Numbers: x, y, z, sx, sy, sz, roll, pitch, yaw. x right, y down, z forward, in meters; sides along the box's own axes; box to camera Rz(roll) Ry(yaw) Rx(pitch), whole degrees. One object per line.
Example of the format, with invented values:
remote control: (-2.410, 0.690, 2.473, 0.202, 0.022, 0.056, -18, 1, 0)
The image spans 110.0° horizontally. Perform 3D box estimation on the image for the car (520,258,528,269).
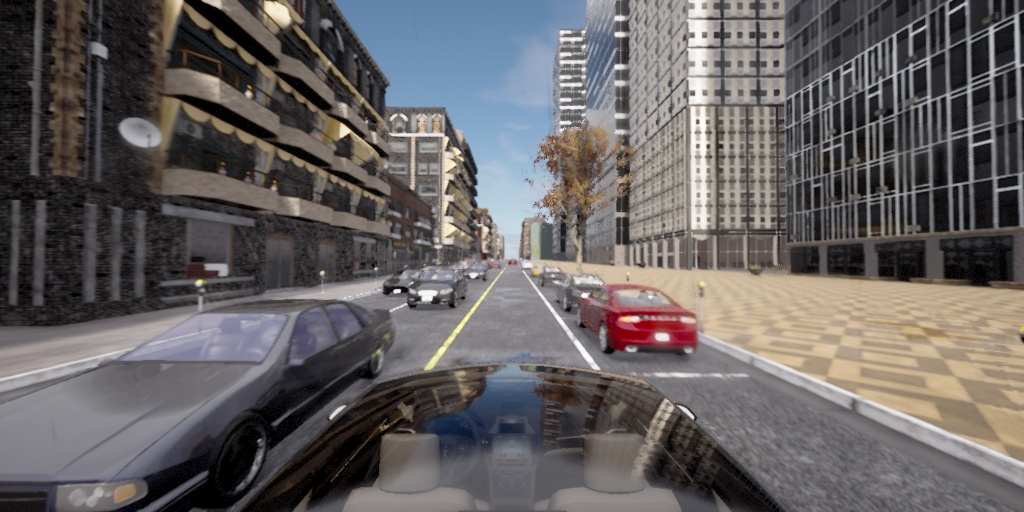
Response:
car: (2.513, 1.519, 60.490, 1.812, 1.442, 4.674, 0, 0, 0)

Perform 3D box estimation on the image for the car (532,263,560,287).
car: (2.750, 1.400, 25.385, 2.007, 1.370, 4.403, 0, 0, 0)

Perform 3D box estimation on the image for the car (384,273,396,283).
car: (-5.646, 1.370, 19.841, 1.948, 1.339, 4.313, 0, 0, 0)

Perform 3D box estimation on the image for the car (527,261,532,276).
car: (2.783, 1.420, 36.695, 1.751, 1.417, 4.829, 0, 0, 0)

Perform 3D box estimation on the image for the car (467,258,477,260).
car: (-5.566, 1.232, 47.689, 2.192, 1.841, 5.009, 0, 0, 0)

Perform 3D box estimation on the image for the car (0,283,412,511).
car: (-3.100, 1.300, 4.601, 2.033, 1.411, 5.357, 0, 0, 0)

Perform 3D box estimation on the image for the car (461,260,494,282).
car: (-2.937, 1.345, 29.983, 2.128, 1.511, 4.902, 0, 0, 0)

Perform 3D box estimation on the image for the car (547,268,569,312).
car: (2.719, 1.356, 14.246, 2.007, 1.370, 4.403, 0, 0, 0)

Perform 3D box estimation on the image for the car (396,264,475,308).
car: (-3.058, 1.286, 15.464, 2.128, 1.511, 4.902, 0, 0, 0)

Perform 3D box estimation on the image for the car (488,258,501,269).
car: (-2.864, 1.467, 62.785, 1.882, 1.535, 5.008, 0, 0, 1)

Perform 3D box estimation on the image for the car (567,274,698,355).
car: (2.702, 1.329, 8.676, 1.888, 1.381, 4.507, 0, 0, 0)
